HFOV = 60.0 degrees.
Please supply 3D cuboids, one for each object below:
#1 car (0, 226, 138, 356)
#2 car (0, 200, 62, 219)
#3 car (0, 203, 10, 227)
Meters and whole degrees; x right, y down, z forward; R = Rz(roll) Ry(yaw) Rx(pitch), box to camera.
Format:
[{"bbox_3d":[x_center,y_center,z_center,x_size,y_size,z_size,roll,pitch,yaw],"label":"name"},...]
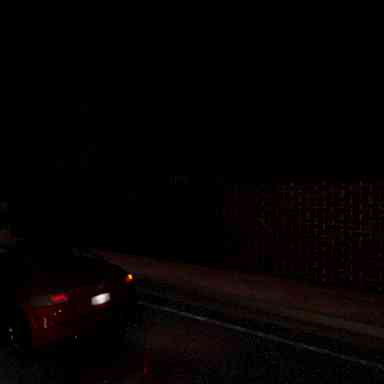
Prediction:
[{"bbox_3d":[-2.987,1.564,6.123,4.181,1.385,1.994,0,0,35],"label":"car"},{"bbox_3d":[-14.227,1.470,29.698,1.812,1.442,4.674,0,0,35],"label":"car"},{"bbox_3d":[-11.307,1.422,21.414,1.882,1.535,5.008,-1,-1,27],"label":"car"}]
